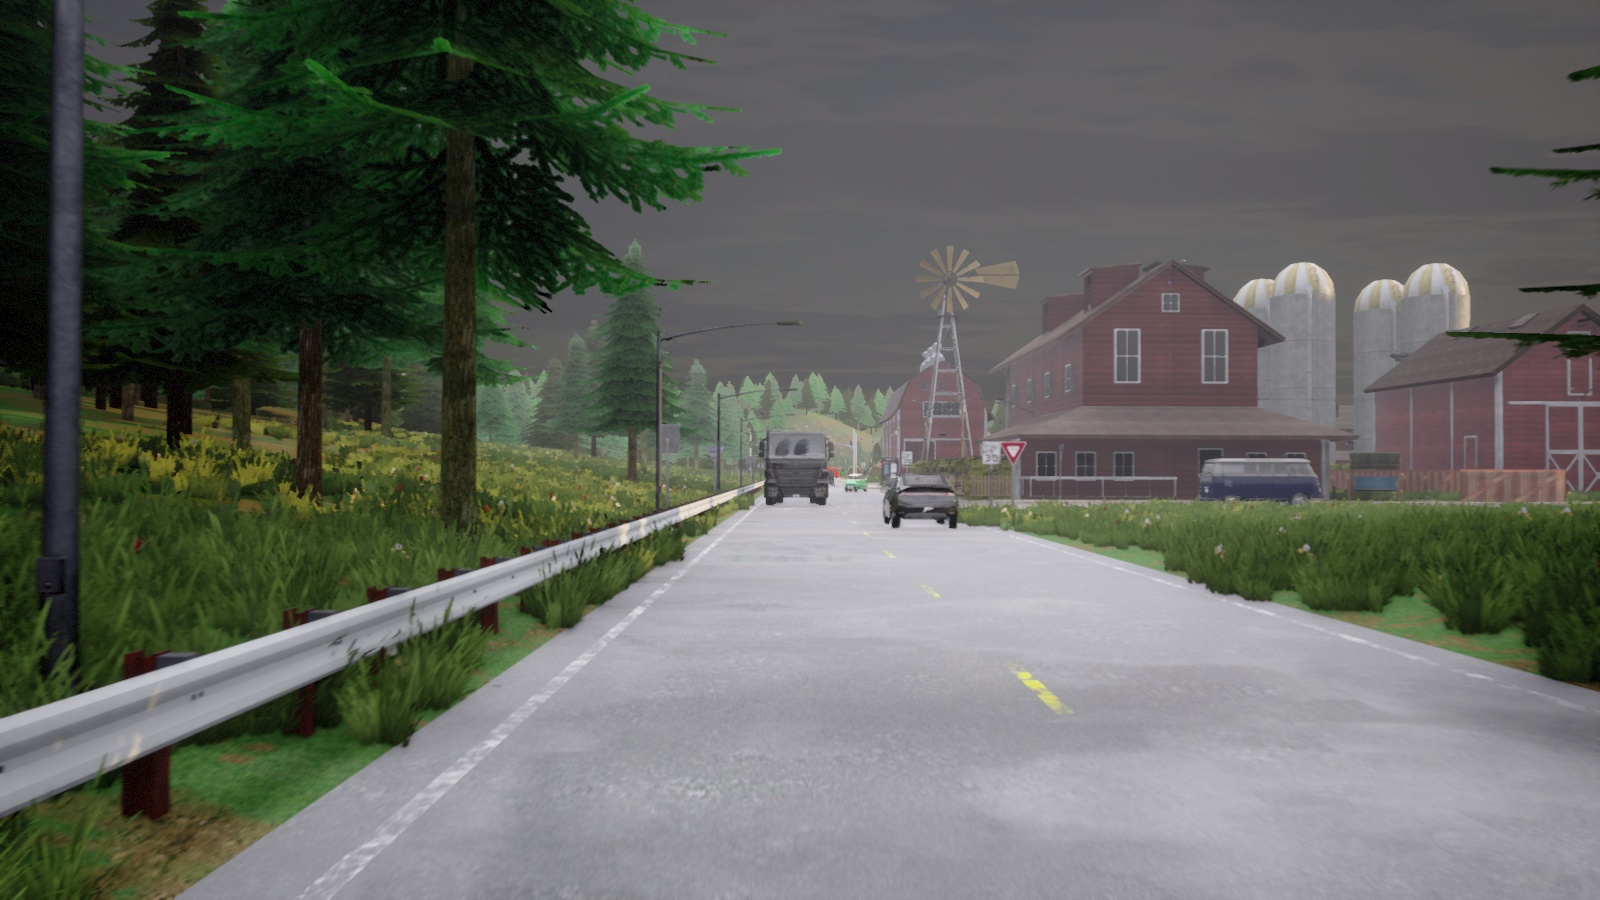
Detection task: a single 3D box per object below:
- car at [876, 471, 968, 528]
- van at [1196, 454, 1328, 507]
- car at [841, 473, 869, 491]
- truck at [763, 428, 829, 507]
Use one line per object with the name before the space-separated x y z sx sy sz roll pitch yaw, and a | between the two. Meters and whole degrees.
car | 3.412 1.360 36.016 2.128 1.511 4.902 0 -1 0
van | 17.761 1.167 48.407 4.442 1.987 1.775 0 -1 0
car | 4.226 2.463 96.179 1.481 1.376 2.207 -1 -1 22
truck | -0.160 0.830 59.599 2.891 3.462 7.936 0 -1 0
